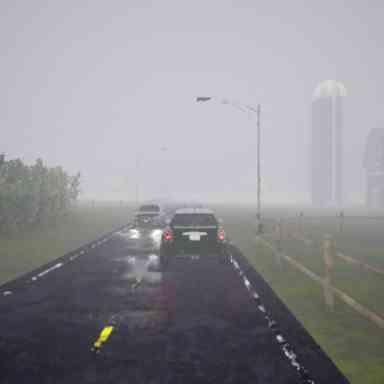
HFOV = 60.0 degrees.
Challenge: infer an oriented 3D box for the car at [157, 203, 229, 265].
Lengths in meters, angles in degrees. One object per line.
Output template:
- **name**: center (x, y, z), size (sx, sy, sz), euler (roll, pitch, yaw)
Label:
- **car**: center (0.085, 1.380, 11.977), size (2.097, 1.767, 4.553), euler (0, 0, 0)

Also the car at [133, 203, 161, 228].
- **car**: center (-2.858, 1.562, 22.971), size (1.837, 1.490, 4.892), euler (0, 0, 0)

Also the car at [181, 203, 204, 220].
- **car**: center (0.063, 1.678, 29.856), size (1.895, 1.301, 4.718), euler (0, 0, 0)
